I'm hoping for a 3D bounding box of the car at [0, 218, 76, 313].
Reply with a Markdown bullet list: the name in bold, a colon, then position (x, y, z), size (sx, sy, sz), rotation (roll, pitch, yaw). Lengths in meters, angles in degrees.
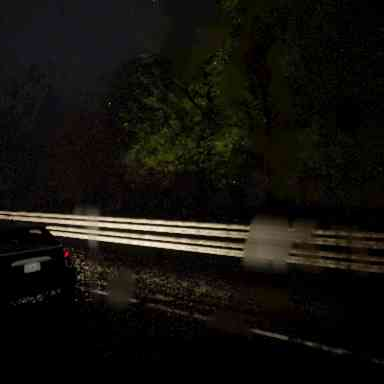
- **car**: position (-4.627, 1.390, 7.202), size (4.553, 1.767, 2.097), rotation (0, 0, 34)
